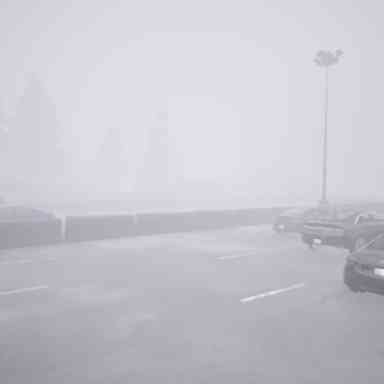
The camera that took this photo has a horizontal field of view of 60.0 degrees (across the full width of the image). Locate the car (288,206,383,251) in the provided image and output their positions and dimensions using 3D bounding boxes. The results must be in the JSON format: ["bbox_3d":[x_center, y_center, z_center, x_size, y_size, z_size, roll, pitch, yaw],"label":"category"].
[{"bbox_3d":[6.121,1.395,12.403,4.902,1.511,2.128,-1,0,-35],"label":"car"}]

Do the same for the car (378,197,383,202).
[{"bbox_3d":[28.241,0.848,45.476,5.566,2.045,2.150,0,0,-35],"label":"car"}]

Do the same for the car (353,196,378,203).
[{"bbox_3d":[25.632,1.194,47.924,4.181,1.385,1.994,0,0,-35],"label":"car"}]

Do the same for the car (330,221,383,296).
[{"bbox_3d":[5.295,1.495,7.517,4.181,1.385,1.994,-1,0,-35],"label":"car"}]

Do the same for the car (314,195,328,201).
[{"bbox_3d":[22.062,1.173,53.967,5.357,1.411,2.033,0,0,-35],"label":"car"}]

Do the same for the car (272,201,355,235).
[{"bbox_3d":[5.988,1.411,16.604,4.674,1.442,1.812,-1,0,-35],"label":"car"}]

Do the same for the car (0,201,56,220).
[{"bbox_3d":[-10.162,1.463,18.238,5.008,1.535,1.882,-1,0,-35],"label":"car"}]

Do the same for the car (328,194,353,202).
[{"bbox_3d":[23.322,1.108,50.584,5.008,1.535,1.882,0,0,-35],"label":"car"}]

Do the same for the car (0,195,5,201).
[{"bbox_3d":[-17.510,1.220,25.894,5.566,2.045,2.150,-1,0,-35],"label":"car"}]
